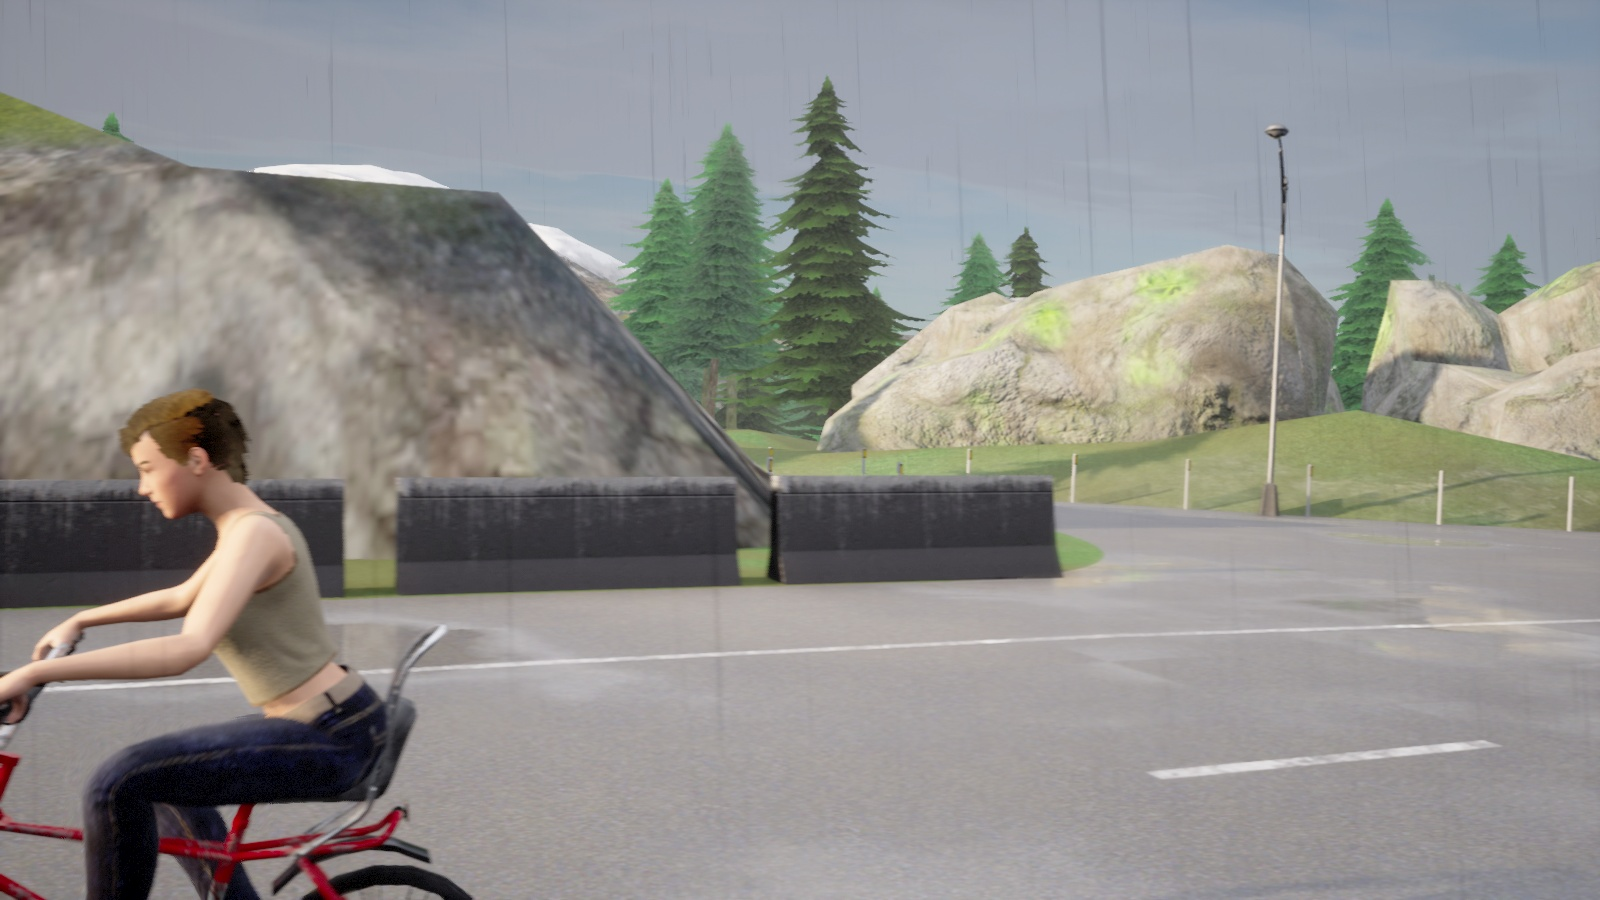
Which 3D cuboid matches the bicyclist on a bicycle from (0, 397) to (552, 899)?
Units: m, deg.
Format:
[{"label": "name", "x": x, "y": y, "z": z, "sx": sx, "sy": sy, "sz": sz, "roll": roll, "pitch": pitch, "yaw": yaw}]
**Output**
[{"label": "bicyclist on a bicycle", "x": -1.369, "y": 0.705, "z": 2.713, "sx": 1.509, "sy": 1.612, "sz": 0.866, "roll": -1, "pitch": 1, "yaw": -21}]
